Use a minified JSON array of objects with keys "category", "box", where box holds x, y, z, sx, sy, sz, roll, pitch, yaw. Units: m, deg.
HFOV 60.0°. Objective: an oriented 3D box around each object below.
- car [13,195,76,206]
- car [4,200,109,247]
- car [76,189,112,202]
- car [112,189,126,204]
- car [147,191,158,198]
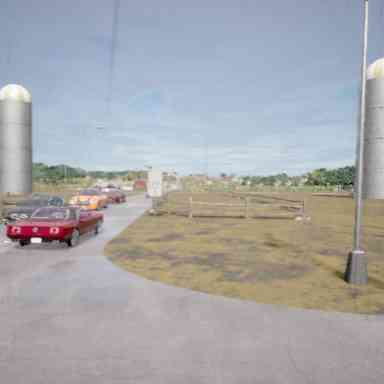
[{"category":"car","box":[-7.967,0.938,17.536,1.837,1.490,4.892,1,1,-2]},{"category":"car","box":[-4.847,1.182,12.666,1.895,1.301,4.718,1,1,1]},{"category":"car","box":[-8.300,0.561,27.225,2.097,1.767,4.553,1,1,-2]},{"category":"car","box":[-8.654,0.478,37.361,1.882,1.535,5.008,1,1,-2]},{"category":"car","box":[-6.343,0.298,54.794,2.033,1.411,5.357,1,1,-2]}]
